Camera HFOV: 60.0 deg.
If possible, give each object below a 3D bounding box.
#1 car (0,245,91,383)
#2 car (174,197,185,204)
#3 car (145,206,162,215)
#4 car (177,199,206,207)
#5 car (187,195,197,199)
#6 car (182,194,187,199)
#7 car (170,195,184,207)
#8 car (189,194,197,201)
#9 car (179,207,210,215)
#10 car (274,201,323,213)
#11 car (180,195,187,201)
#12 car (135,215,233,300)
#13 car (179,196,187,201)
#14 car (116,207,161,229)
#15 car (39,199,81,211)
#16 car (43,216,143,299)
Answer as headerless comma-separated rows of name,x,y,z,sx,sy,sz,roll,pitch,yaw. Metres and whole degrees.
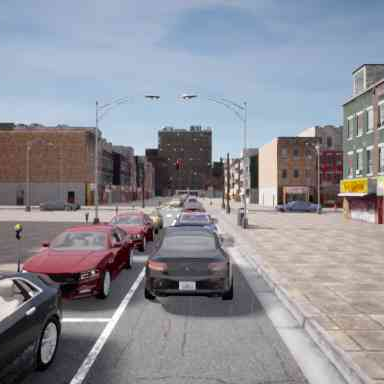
car,-2.628,1.552,2.986,2.008,1.369,4.403,0,0,0
car,-2.508,1.682,67.758,2.008,1.369,4.403,0,0,0
car,-2.598,1.540,19.298,1.752,1.417,4.829,0,0,0
car,0.160,1.530,26.011,1.837,1.490,4.892,0,0,2
car,0.143,1.756,76.048,1.895,1.301,4.718,0,0,0
car,-2.527,1.411,56.870,2.192,1.841,5.009,0,0,0
car,-2.539,1.606,51.256,1.752,1.417,4.829,0,0,0
car,0.172,1.576,91.886,2.097,1.767,4.553,0,0,0
car,0.123,1.611,15.710,1.895,1.301,4.718,0,0,0
car,12.651,1.756,39.619,5.357,1.411,2.033,1,0,0
car,-2.457,1.672,94.978,1.967,1.590,4.097,0,0,0
car,-0.040,1.529,8.310,1.812,1.442,4.674,0,0,1
car,-2.467,1.757,89.534,1.887,1.381,4.507,0,0,0
car,-2.608,1.553,13.975,1.887,1.381,4.507,0,0,0
car,-14.469,1.505,36.581,4.181,1.385,1.994,0,0,0
car,-2.618,1.548,8.480,1.887,1.381,4.507,0,0,0
